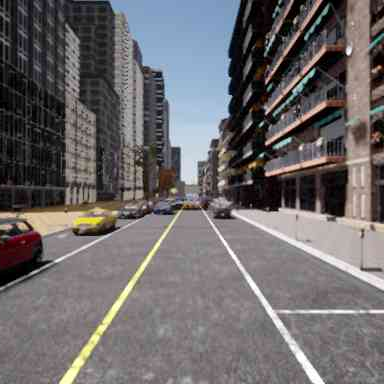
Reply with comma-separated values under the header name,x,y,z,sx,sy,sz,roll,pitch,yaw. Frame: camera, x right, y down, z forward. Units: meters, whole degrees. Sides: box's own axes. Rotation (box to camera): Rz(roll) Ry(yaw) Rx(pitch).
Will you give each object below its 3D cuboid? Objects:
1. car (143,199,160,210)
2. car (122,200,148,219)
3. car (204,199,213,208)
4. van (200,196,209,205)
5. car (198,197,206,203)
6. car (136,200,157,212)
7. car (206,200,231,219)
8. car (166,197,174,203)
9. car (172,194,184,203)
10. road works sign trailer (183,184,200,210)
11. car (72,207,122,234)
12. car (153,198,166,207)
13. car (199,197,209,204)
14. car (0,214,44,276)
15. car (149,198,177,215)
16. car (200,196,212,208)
name,x,y,z,sx,sy,sz,roll,pitch,yaw
car,-5.705,1.788,47.670,1.887,1.381,4.507,0,0,0
car,-5.700,1.706,31.073,2.008,1.369,4.403,0,0,0
car,2.679,1.735,36.608,2.008,1.369,4.403,0,0,0
van,2.669,1.714,69.804,1.690,1.788,3.998,0,0,0
car,2.665,2.024,86.400,2.008,1.369,4.403,0,0,0
car,-5.703,1.764,42.138,2.008,1.369,4.403,0,0,0
car,2.681,1.706,31.075,2.008,1.369,4.403,0,0,0
car,-5.715,1.998,86.228,1.752,1.417,4.829,0,0,0
car,-3.022,1.416,78.169,2.150,2.045,5.566,0,0,0
road works sign trailer,-0.014,0.704,46.879,2.380,3.560,2.880,0,0,0
car,-5.696,1.623,19.838,1.752,1.417,4.829,0,0,0
car,-5.707,1.831,58.566,1.752,1.417,4.829,0,0,0
car,2.668,1.846,75.336,1.967,1.590,4.097,0,0,0
car,-5.694,1.484,8.943,1.967,1.590,4.097,0,0,0
car,-3.106,1.731,36.483,2.033,1.411,5.357,0,0,0
car,2.674,1.715,53.205,1.967,1.590,4.097,0,0,0
